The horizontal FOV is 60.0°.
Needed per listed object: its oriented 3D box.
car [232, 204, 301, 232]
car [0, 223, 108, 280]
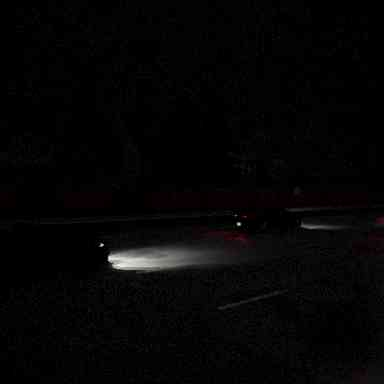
[{"bbox_3d":[4.572,1.504,20.021,4.892,1.490,1.837,-1,0,-36],"label":"car"},{"bbox_3d":[-4.483,1.564,9.152,4.181,1.385,1.994,0,0,-36],"label":"car"}]
